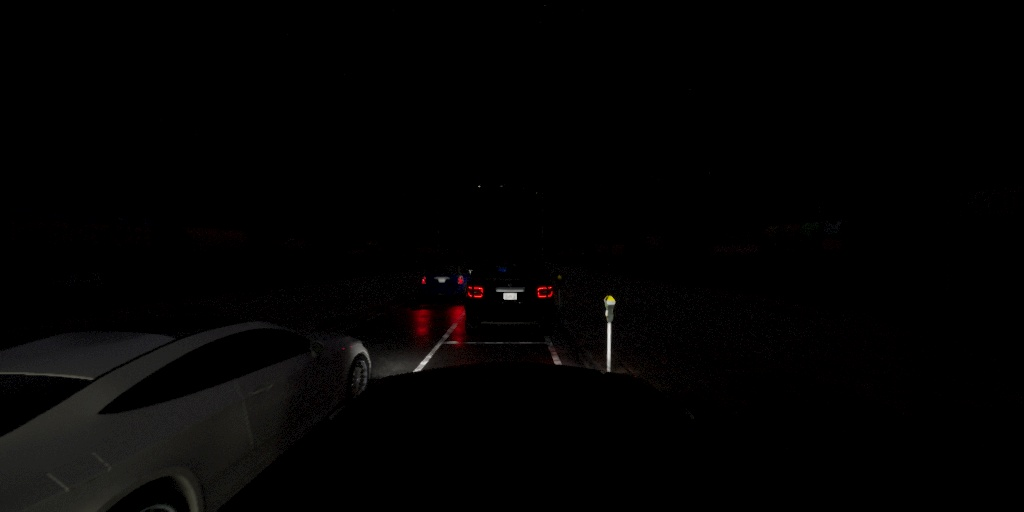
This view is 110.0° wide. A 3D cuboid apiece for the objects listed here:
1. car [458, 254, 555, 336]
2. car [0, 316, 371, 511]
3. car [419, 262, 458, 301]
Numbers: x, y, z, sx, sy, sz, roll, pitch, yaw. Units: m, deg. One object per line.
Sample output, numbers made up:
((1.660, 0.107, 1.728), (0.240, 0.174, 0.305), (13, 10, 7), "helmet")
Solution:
((-0.039, 0.975, 10.532), (2.150, 2.045, 5.566), (0, 0, 0), "car")
((-2.927, 1.276, 3.229), (1.812, 1.442, 4.674), (0, -1, 0), "car")
((-3.020, 1.096, 17.564), (2.097, 1.767, 4.553), (0, 0, 0), "car")
